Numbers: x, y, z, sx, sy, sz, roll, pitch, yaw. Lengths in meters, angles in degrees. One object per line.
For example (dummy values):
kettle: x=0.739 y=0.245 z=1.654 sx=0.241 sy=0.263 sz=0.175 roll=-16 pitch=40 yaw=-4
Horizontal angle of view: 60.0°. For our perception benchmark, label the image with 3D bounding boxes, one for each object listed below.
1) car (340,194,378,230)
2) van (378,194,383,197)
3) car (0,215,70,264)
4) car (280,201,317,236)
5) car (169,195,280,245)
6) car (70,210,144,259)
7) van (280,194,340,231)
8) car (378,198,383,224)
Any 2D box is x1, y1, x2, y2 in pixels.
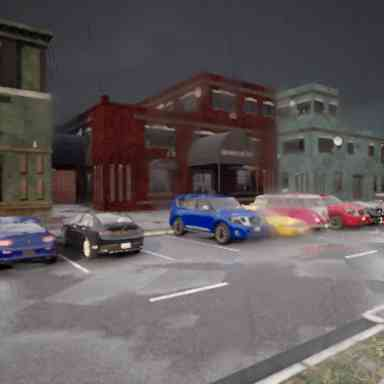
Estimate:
car: x=7.838 y=1.121 z=20.542 sx=2.435 sy=2.045 sz=5.566 roll=0 pitch=0 yaw=-35
van: x=16.811 y=1.121 z=27.109 sx=1.878 sy=1.987 sz=4.442 roll=0 pitch=0 yaw=-35
car: x=-5.757 y=1.487 z=10.895 sx=2.002 sy=1.452 sz=4.674 roll=0 pitch=0 yaw=-35
car: x=3.403 y=1.390 z=17.192 sx=1.946 sy=1.575 sz=5.366 roll=0 pitch=0 yaw=-35
car: x=1.048 y=1.153 z=15.708 sx=2.435 sy=2.045 sz=5.566 roll=0 pitch=0 yaw=-35
car: x=-3.492 y=1.433 z=12.504 sx=2.231 sy=1.521 sz=4.892 roll=0 pitch=0 yaw=-35
van: x=5.627 y=1.157 z=18.860 sx=1.878 sy=1.987 sz=4.442 roll=0 pitch=0 yaw=-35
car: x=10.091 y=1.366 z=22.173 sx=2.231 sy=1.521 sz=4.892 roll=0 pitch=0 yaw=-35
